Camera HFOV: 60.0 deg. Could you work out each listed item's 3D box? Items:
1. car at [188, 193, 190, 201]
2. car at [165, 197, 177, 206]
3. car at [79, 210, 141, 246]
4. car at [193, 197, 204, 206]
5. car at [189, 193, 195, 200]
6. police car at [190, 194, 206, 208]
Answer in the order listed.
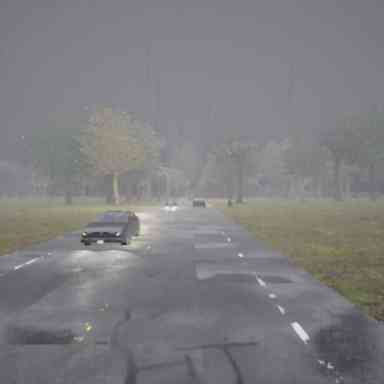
[{"bbox_3d":[0.026,1.638,85.311,1.994,1.385,4.181,0,0,0],"label":"car"},{"bbox_3d":[-3.541,1.600,56.470,2.128,1.511,4.902,0,0,0],"label":"car"},{"bbox_3d":[-3.594,1.578,15.708,2.033,1.411,5.357,0,0,0],"label":"car"},{"bbox_3d":[1.068,1.621,59.699,1.837,1.490,4.892,0,0,0],"label":"car"},{"bbox_3d":[1.070,1.353,65.729,2.150,2.045,5.566,0,0,0],"label":"car"},{"bbox_3d":[1.065,1.521,49.806,1.930,1.638,5.238,0,0,0],"label":"police car"}]
